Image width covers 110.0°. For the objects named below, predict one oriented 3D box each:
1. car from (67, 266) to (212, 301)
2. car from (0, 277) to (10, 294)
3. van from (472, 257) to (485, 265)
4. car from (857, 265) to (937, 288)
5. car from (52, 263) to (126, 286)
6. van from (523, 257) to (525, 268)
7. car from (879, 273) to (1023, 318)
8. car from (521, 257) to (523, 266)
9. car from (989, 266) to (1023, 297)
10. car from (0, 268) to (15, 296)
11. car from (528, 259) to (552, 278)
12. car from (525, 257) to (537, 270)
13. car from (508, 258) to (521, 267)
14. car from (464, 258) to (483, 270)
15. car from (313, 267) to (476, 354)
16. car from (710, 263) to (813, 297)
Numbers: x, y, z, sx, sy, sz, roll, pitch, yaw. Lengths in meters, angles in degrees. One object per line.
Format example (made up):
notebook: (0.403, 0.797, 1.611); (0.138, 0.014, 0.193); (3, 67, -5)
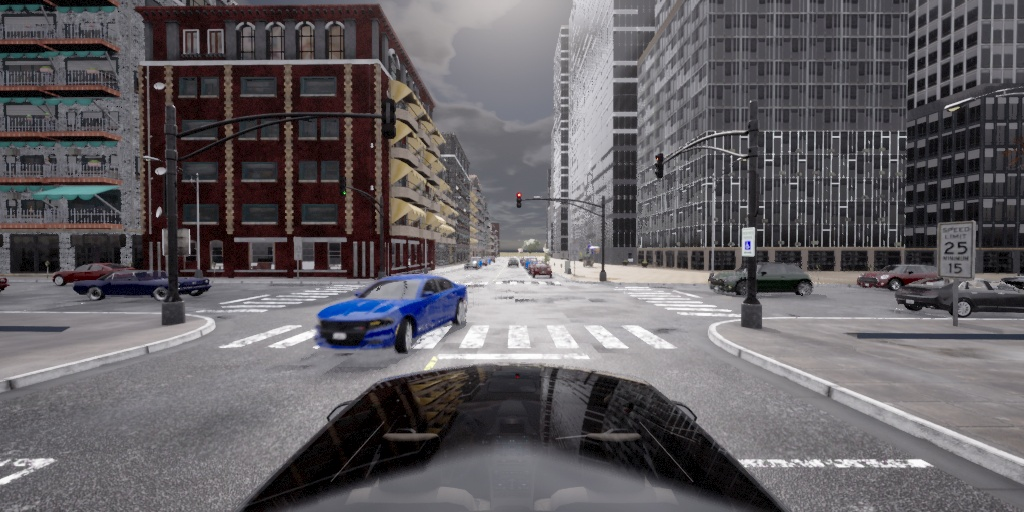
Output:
car: (-16.640, 1.298, 16.335); (4.718, 1.301, 1.895); (0, 1, 1)
car: (-22.595, 1.258, 13.725); (4.507, 1.381, 1.888); (0, 0, 1)
van: (-5.562, 1.033, 56.001); (1.690, 1.789, 3.998); (0, 0, 0)
car: (23.421, 1.229, 21.622); (4.097, 1.591, 1.967); (0, 0, 1)
car: (-25.808, 1.108, 22.389); (4.507, 1.381, 1.888); (0, 0, 1)
van: (2.773, 1.042, 50.369); (1.690, 1.789, 3.998); (0, 0, 0)
car: (16.742, 1.445, 13.091); (4.403, 1.370, 2.007); (0, 0, 1)
car: (2.786, 1.237, 56.015); (1.888, 1.381, 4.507); (0, 0, 0)
car: (28.732, 1.364, 18.801); (4.892, 1.490, 1.837); (1, 1, 1)
car: (-26.520, 1.254, 16.496); (4.718, 1.301, 1.895); (0, 1, 1)
car: (2.732, 1.270, 33.431); (1.888, 1.381, 4.507); (0, 0, 0)
car: (2.746, 1.157, 39.077); (1.967, 1.591, 4.097); (0, 0, 0)
car: (0.249, 1.279, 64.073); (1.895, 1.301, 4.718); (0, 0, 0)
car: (-5.575, 1.267, 50.355); (1.948, 1.339, 4.313); (0, 0, 0)
car: (-2.693, 1.225, 9.137); (1.882, 1.535, 5.008); (-1, 0, 13)
car: (13.089, 1.137, 19.015); (4.553, 1.767, 2.097); (0, 1, 0)
